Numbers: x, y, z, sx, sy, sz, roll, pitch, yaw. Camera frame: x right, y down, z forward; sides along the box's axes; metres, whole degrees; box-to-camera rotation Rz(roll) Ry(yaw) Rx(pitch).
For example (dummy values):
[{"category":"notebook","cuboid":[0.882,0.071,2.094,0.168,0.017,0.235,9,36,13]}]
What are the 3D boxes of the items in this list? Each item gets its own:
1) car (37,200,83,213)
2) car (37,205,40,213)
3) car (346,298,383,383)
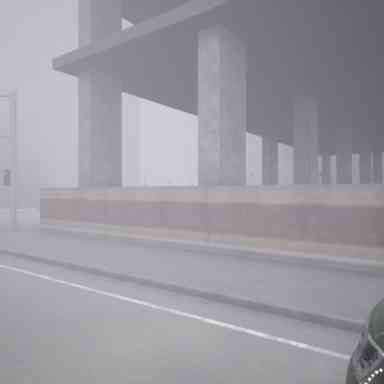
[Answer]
[{"category":"car","cuboid":[-15.148,1.654,38.362,1.895,1.301,4.718,0,0,36]},{"category":"car","cuboid":[-13.507,1.531,34.640,1.882,1.535,5.008,0,0,36]},{"category":"car","cuboid":[3.686,1.223,1.371,5.566,2.045,2.150,0,0,35]}]
